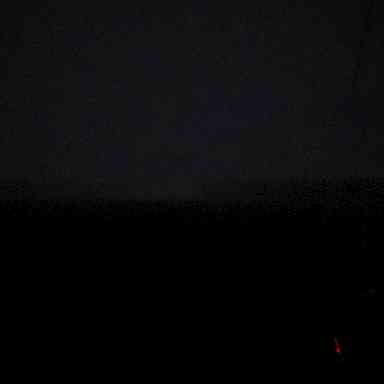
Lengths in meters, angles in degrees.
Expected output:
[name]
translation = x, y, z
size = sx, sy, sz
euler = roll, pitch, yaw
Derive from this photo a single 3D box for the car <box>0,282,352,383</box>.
[car]
translation = -0.572, 1.564, 2.662
size = 4.181, 1.385, 1.994
euler = 0, 0, -35
